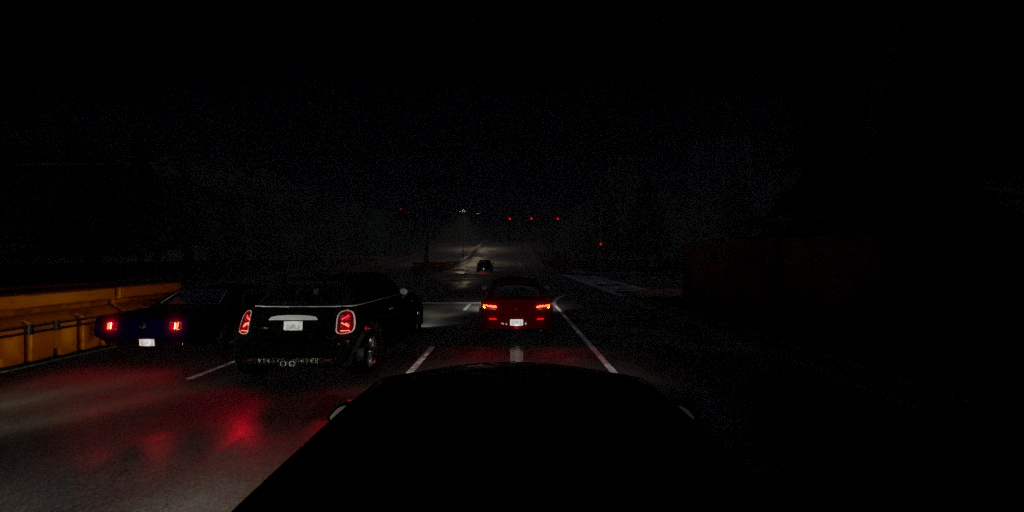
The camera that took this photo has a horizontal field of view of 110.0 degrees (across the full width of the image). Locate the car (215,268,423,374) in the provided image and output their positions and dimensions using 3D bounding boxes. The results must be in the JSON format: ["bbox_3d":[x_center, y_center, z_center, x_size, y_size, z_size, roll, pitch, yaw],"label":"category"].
[{"bbox_3d":[-3.399,1.102,7.690,2.097,1.767,4.553,0,0,0],"label":"car"}]

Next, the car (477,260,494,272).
[{"bbox_3d":[-3.403,1.255,45.477,1.837,1.490,4.892,0,0,0],"label":"car"}]

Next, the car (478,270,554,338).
[{"bbox_3d":[0.099,1.276,10.079,1.812,1.442,4.674,0,0,0],"label":"car"}]

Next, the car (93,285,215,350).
[{"bbox_3d":[-6.900,1.351,9.004,1.895,1.301,4.718,0,0,0],"label":"car"}]
